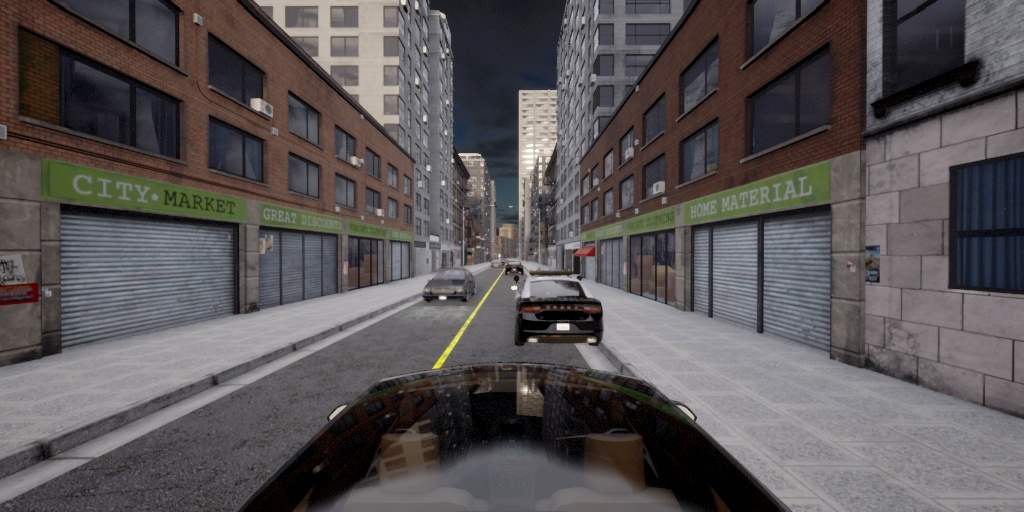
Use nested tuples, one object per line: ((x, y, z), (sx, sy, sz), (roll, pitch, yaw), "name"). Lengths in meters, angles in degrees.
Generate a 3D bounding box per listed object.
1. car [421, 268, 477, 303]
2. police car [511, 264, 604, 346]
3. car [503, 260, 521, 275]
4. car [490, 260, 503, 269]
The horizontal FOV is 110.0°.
((-2.772, 1.299, 17.054), (2.033, 1.411, 5.357), (0, 0, 0), "car")
((1.005, 1.176, 9.557), (1.930, 1.638, 5.238), (0, 0, 0), "police car")
((0.258, 1.248, 38.884), (1.882, 1.535, 5.008), (0, 0, 0), "car")
((-2.560, 1.326, 59.319), (1.812, 1.442, 4.674), (0, 0, 1), "car")
